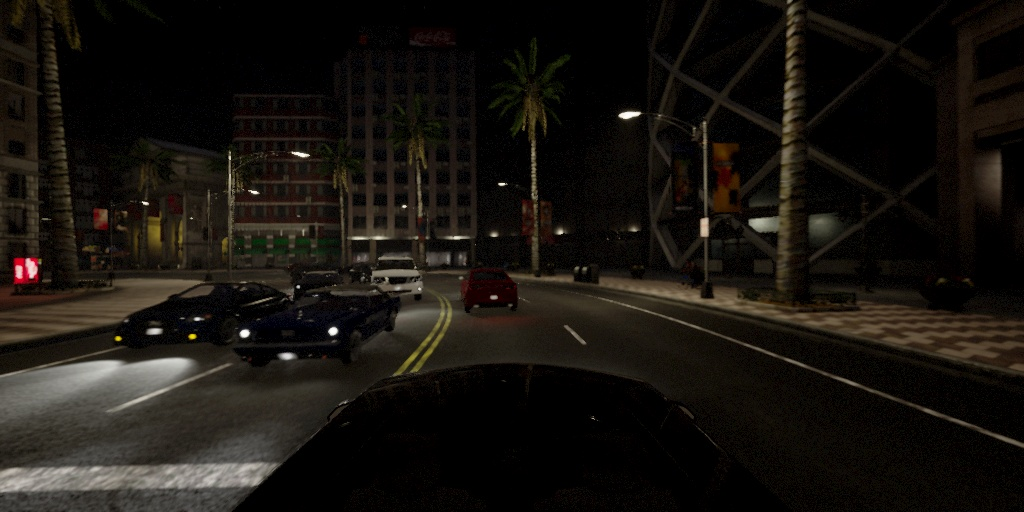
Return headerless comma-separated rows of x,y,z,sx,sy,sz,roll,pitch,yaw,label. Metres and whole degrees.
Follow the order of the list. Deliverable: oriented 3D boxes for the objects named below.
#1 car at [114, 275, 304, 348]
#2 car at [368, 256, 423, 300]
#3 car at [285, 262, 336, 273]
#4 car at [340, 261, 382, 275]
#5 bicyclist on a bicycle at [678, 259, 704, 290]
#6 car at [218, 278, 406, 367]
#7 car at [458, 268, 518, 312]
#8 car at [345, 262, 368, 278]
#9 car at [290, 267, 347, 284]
-7.613,1.384,9.432,1.994,1.385,4.181,-1,0,-5,car
-5.788,1.023,17.821,2.150,2.045,5.566,-1,0,-20,car
-15.112,1.392,26.807,1.837,1.490,4.892,-1,0,-44,car
-17.816,1.401,42.303,4.902,1.511,2.128,-1,0,31,car
9.335,0.961,18.690,1.656,1.620,0.582,-1,0,-14,bicyclist on a bicycle
-3.977,1.387,8.256,1.895,1.301,4.718,-1,0,-5,car
-1.071,1.236,14.445,1.882,1.535,5.008,0,0,-11,car
-10.793,1.352,26.975,1.837,1.490,4.892,-1,0,-39,car
-9.540,1.437,17.974,1.895,1.301,4.718,-1,0,-23,car
